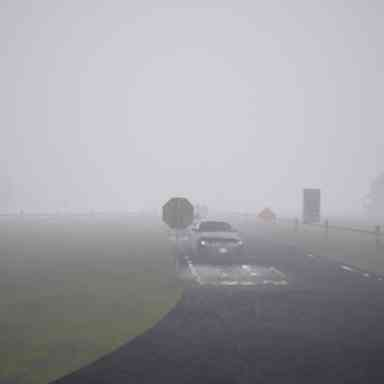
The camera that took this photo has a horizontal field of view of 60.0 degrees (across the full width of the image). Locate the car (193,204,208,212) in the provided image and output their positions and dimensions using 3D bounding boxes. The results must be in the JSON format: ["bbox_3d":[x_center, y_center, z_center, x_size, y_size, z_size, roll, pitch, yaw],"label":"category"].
[{"bbox_3d":[0.828,2.659,44.050,2.150,2.045,5.566,1,-2,-5],"label":"car"}]

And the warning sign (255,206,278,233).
[{"bbox_3d":[5.364,1.966,23.874,1.300,1.860,1.060,2,-1,-6],"label":"warning sign"}]

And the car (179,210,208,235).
[{"bbox_3d":[-0.071,2.299,24.747,1.812,1.442,4.674,1,-2,-6],"label":"car"}]

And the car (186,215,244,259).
[{"bbox_3d":[0.952,1.986,14.737,1.812,1.442,4.674,1,-2,-6],"label":"car"}]
